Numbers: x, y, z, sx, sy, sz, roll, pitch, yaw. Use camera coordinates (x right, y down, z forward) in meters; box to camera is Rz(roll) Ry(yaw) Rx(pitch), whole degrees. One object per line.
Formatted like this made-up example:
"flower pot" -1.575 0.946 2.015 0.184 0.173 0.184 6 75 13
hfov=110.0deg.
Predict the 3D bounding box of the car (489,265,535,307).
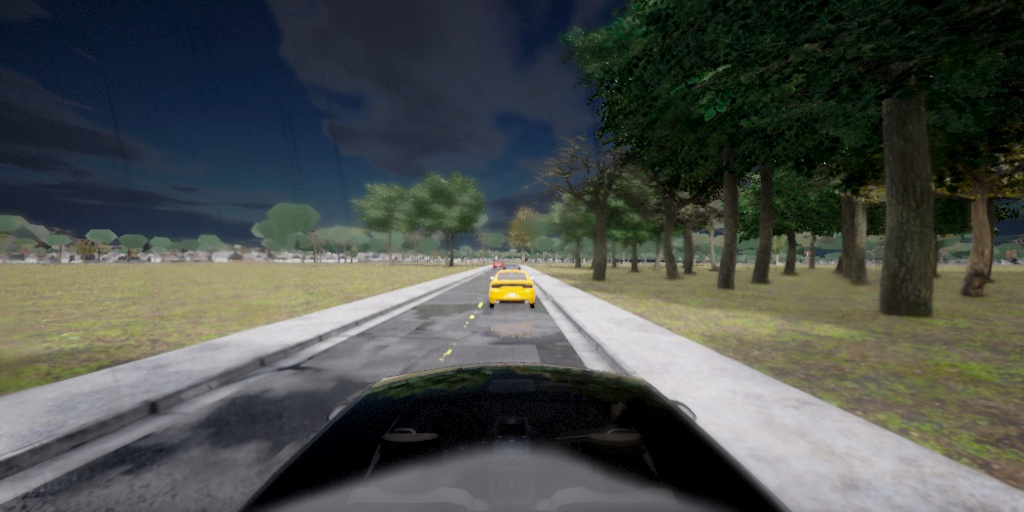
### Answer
"car" 0.010 1.365 16.323 1.882 1.535 5.008 0 0 0

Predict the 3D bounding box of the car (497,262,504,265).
"car" 0.013 1.520 31.139 2.128 1.511 4.902 0 0 0
